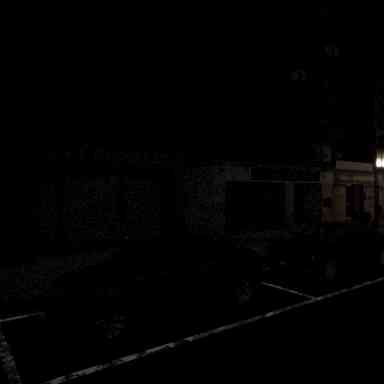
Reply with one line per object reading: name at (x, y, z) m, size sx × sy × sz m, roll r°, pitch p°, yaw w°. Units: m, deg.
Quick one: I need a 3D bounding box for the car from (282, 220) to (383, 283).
car at (4.101, 1.544, 9.686) m, size 4.507 × 1.381 × 1.887 m, roll 0°, pitch 0°, yaw -35°

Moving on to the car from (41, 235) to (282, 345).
car at (-0.515, 1.566, 6.397) m, size 4.313 × 1.339 × 1.947 m, roll 0°, pitch 0°, yaw -35°
